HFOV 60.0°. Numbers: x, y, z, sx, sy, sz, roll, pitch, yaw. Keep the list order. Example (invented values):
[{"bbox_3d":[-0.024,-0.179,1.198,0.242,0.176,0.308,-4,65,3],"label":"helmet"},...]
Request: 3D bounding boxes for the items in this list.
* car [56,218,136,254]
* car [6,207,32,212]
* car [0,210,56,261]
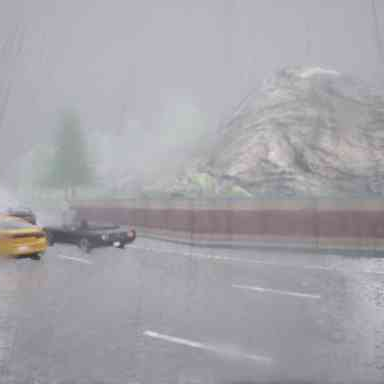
[{"bbox_3d":[-4.632,1.763,14.469,4.718,1.301,1.895,-1,-1,40],"label":"car"},{"bbox_3d":[-11.791,1.754,22.509,1.837,1.490,4.892,0,0,-34],"label":"car"},{"bbox_3d":[-7.131,1.613,12.031,5.008,1.535,1.882,0,-1,41],"label":"car"}]
